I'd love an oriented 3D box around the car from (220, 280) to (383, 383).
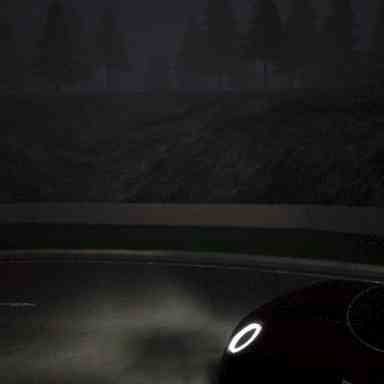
[{"bbox_3d":[2.413,1.275,2.363,4.553,1.767,2.097,1,2,39],"label":"car"}]
